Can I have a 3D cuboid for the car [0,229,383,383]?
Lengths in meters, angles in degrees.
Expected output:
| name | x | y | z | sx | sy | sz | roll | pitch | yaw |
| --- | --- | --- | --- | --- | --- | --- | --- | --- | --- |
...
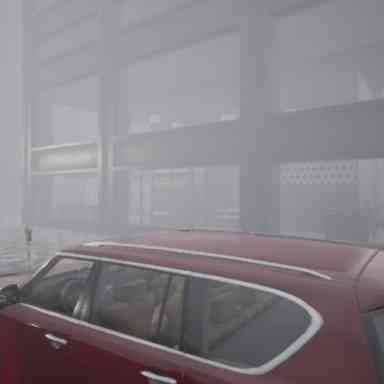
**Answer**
| name | x | y | z | sx | sy | sz | roll | pitch | yaw |
| --- | --- | --- | --- | --- | --- | --- | --- | --- | --- |
| car | -0.399 | 1.311 | 3.248 | 5.009 | 1.841 | 2.192 | 0 | 0 | 36 |
